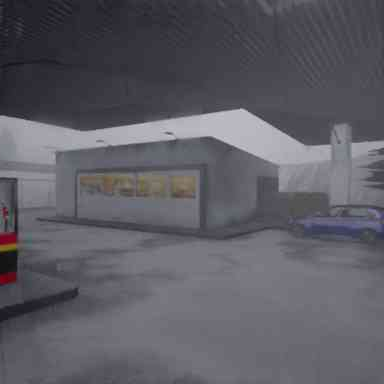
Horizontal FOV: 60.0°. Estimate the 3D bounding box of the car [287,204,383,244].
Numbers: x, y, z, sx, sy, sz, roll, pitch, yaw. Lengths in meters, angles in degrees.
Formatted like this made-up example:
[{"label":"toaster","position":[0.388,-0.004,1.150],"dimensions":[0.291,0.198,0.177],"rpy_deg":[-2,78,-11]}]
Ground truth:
[{"label":"car","position":[6.908,1.410,15.792],"dimensions":[4.611,1.667,2.242],"rpy_deg":[1,1,35]}]
